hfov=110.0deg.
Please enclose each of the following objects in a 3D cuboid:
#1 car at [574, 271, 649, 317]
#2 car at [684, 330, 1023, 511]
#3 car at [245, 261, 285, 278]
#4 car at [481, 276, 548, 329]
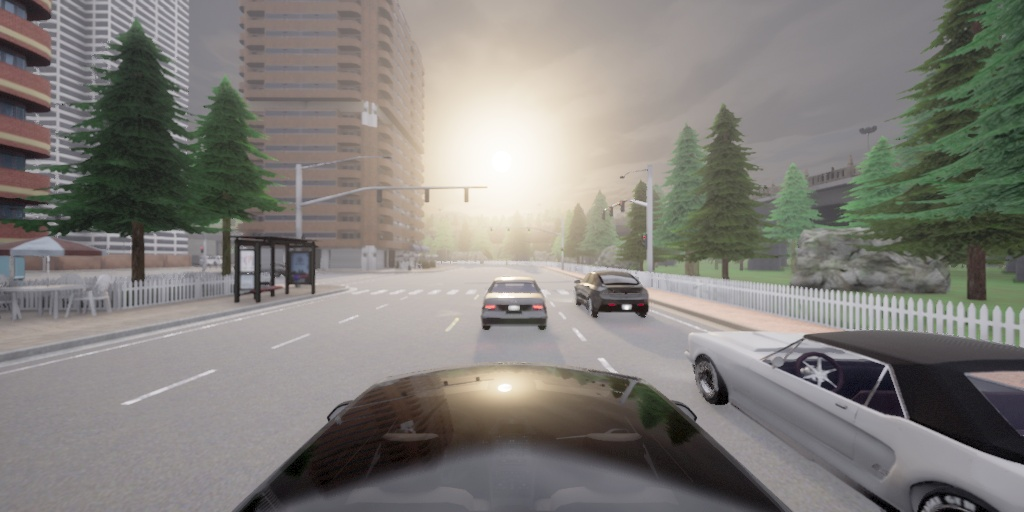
[{"bbox_3d":[3.552,1.312,13.473,1.837,1.490,4.892,0,0,0],"label":"car"},{"bbox_3d":[3.518,1.359,3.341,1.895,1.301,4.718,0,0,1],"label":"car"},{"bbox_3d":[-25.314,1.493,37.422,4.674,1.442,1.812,0,0,0],"label":"car"},{"bbox_3d":[0.068,1.342,11.399,2.033,1.411,5.357,0,0,0],"label":"car"}]
